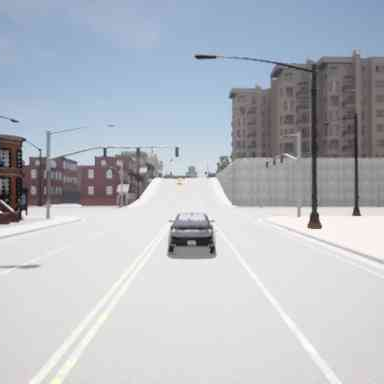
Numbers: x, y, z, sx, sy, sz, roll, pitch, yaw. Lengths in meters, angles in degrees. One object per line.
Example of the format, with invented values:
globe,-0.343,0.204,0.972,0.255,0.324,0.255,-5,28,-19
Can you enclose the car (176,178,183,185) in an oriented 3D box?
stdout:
car,-3.540,-3.008,94.377,1.882,1.535,5.008,0,12,0

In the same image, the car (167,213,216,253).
car,-0.003,1.630,14.301,2.128,1.511,4.902,0,0,0
